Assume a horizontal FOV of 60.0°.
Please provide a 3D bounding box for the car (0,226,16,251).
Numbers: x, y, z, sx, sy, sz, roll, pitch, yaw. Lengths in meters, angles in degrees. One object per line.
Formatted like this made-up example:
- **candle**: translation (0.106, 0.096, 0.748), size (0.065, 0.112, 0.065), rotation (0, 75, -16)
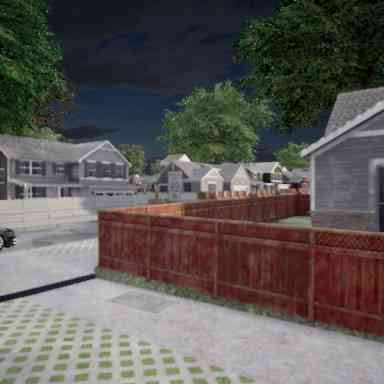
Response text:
- **car**: translation (-8.575, 1.546, 11.188), size (1.837, 1.490, 4.892), rotation (0, 1, 35)

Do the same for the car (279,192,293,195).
- **car**: translation (13.360, 0.764, 47.324), size (2.033, 1.411, 5.357), rotation (0, 1, 35)
